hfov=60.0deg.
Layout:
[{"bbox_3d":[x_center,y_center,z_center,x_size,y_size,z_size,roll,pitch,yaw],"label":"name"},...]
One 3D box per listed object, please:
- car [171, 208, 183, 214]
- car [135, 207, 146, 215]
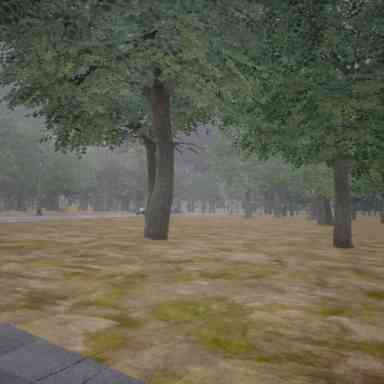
[{"bbox_3d":[-3.874,3.968,69.944,2.033,1.411,5.357,0,-3,28],"label":"car"},{"bbox_3d":[-8.510,3.564,61.203,1.812,1.442,4.674,0,-3,29],"label":"car"}]
